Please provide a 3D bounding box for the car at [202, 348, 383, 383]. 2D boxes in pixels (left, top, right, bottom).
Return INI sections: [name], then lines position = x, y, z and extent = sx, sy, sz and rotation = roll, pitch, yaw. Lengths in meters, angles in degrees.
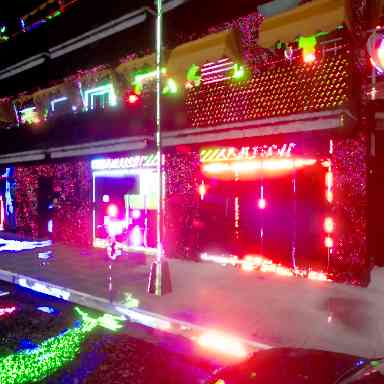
[car]
position = 1.878, 1.551, 1.532
extent = 4.403, 1.369, 2.008
rotation = 0, 0, 36
